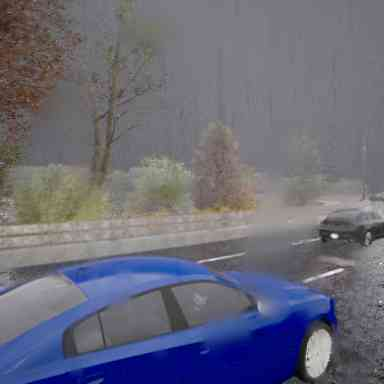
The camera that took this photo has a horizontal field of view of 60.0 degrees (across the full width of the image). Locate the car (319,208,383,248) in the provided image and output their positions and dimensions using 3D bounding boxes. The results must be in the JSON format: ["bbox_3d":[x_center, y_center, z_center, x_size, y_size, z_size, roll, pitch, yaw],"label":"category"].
[{"bbox_3d":[7.447,1.500,14.930,4.892,1.490,1.837,0,0,-43],"label":"car"}]

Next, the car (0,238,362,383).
[{"bbox_3d":[-0.364,1.487,3.699,5.008,1.535,1.882,0,0,-36],"label":"car"}]

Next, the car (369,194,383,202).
[{"bbox_3d":[37.637,1.270,67.964,1.837,1.490,4.892,0,0,11],"label":"car"}]
